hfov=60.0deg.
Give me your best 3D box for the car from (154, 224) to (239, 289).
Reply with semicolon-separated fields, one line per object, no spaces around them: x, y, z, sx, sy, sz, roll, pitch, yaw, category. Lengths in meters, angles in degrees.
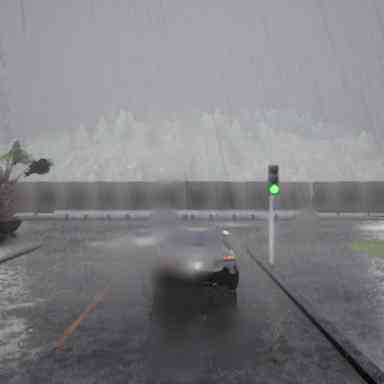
0.102;1.561;9.187;1.994;1.385;4.181;0;0;0;car
